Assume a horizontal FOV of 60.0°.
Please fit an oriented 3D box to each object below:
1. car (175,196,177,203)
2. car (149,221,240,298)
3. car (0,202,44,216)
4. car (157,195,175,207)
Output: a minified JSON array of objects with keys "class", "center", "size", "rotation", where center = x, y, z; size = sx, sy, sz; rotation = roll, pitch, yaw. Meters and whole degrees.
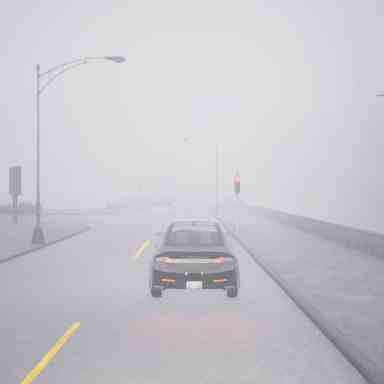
[{"class":"car","center":[-4.053,1.328,66.407],"size":[2.097,1.767,4.553],"rotation":[0,0,0]},{"class":"car","center":[0.059,1.488,8.514],"size":[2.128,1.511,4.902],"rotation":[0,0,0]},{"class":"car","center":[-16.518,1.589,30.943],"size":[4.718,1.301,1.895],"rotation":[0,0,-1]},{"class":"car","center":[-4.109,1.545,50.108],"size":[1.994,1.385,4.181],"rotation":[0,0,0]}]
